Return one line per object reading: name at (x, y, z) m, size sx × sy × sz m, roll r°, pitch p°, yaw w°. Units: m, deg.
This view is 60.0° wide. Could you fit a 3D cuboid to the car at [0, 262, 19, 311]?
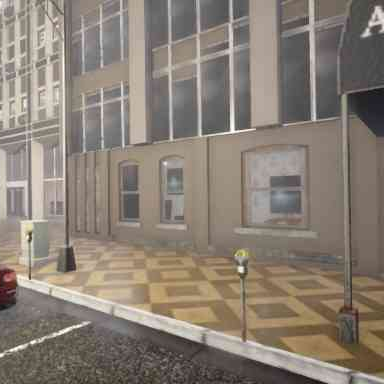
car at (-4.975, 1.584, 6.433) m, size 4.206 × 1.307 × 1.802 m, roll 0°, pitch -1°, yaw 35°
